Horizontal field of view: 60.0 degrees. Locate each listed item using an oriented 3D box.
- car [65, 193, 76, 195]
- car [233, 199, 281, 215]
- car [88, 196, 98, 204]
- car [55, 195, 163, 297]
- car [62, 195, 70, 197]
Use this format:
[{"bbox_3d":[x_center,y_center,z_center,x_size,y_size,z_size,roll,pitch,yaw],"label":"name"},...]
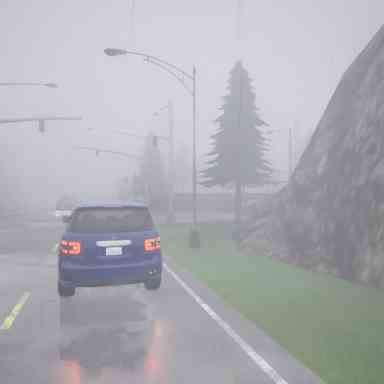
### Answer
[{"bbox_3d":[-19.883,1.218,54.388,2.150,2.045,5.566,0,0,-16],"label":"car"},{"bbox_3d":[6.511,1.504,33.284,4.892,1.490,1.837,0,0,-18],"label":"car"},{"bbox_3d":[-19.240,1.523,64.582,1.812,1.442,4.674,0,0,-17],"label":"car"},{"bbox_3d":[-2.248,1.221,8.924,2.150,2.045,5.566,0,0,-16],"label":"car"},{"bbox_3d":[-16.394,1.489,42.874,2.128,1.511,4.902,0,0,-17],"label":"car"}]
